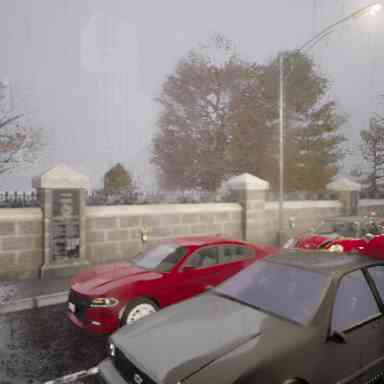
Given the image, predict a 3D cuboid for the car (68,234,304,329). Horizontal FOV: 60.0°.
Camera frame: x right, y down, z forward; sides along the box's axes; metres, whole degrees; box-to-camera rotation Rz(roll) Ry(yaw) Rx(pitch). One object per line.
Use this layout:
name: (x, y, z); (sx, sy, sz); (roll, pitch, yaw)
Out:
car: (-0.052, 1.567, 6.532); (4.507, 1.381, 1.887); (0, 0, -36)

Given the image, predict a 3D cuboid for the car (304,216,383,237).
car: (4.516, 1.482, 9.820); (4.097, 1.590, 1.967); (0, 0, -36)

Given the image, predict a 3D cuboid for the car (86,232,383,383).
car: (1.625, 1.565, 4.420); (5.357, 1.411, 2.033); (0, 0, -36)
